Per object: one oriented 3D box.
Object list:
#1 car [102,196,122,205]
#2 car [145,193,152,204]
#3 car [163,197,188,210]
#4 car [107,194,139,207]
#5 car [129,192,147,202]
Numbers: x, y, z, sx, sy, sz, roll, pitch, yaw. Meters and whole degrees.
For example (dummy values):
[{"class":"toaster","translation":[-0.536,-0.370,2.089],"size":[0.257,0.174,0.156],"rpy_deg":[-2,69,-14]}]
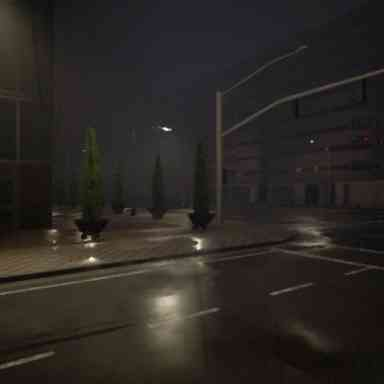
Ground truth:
[{"class":"car","translation":[-14.381,1.471,59.550],"size":[1.994,1.385,4.181],"rpy_deg":[0,0,-35]},{"class":"car","translation":[-6.049,1.434,59.973],"size":[2.033,1.411,5.357],"rpy_deg":[0,0,-35]},{"class":"car","translation":[-2.425,1.392,42.448],"size":[2.128,1.511,4.902],"rpy_deg":[0,0,-35]},{"class":"car","translation":[-9.745,1.412,46.762],"size":[1.837,1.490,4.892],"rpy_deg":[0,0,-35]},{"class":"car","translation":[-11.971,1.107,68.277],"size":[2.150,2.045,5.566],"rpy_deg":[0,0,-35]}]
